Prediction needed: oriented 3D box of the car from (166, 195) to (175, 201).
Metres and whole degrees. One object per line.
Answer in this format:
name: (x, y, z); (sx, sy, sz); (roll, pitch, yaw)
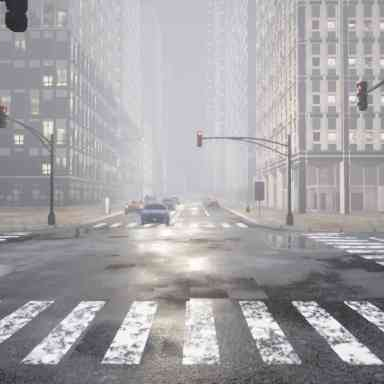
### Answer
car: (-5.458, 1.578, 84.016); (1.887, 1.381, 4.507); (1, 0, 0)

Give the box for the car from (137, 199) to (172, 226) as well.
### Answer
car: (-2.624, 1.486, 23.573); (1.882, 1.535, 5.008); (0, 0, -6)

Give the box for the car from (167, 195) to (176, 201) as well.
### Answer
car: (-5.444, 1.587, 89.591); (2.008, 1.369, 4.403); (1, 0, 0)

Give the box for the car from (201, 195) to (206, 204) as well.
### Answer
car: (2.851, 1.547, 56.356); (1.752, 1.417, 4.829); (1, 0, 0)

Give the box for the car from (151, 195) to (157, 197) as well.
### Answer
car: (-5.555, 1.332, 44.990); (2.192, 1.841, 5.009); (1, 0, 0)

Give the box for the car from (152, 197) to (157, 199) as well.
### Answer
car: (-5.575, 1.597, 39.415); (1.802, 1.307, 4.206); (1, 0, 0)

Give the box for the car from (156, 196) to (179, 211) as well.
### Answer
car: (-2.991, 1.521, 40.858); (1.837, 1.490, 4.892); (0, 0, 0)

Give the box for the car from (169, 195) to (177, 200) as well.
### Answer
car: (-5.430, 1.605, 95.167); (1.947, 1.339, 4.313); (1, 0, 0)

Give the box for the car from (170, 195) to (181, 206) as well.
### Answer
car: (-2.929, 1.522, 56.084); (1.837, 1.490, 4.892); (0, 1, 0)

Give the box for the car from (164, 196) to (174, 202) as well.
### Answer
car: (-5.472, 1.582, 78.441); (2.008, 1.369, 4.403); (1, 0, 0)

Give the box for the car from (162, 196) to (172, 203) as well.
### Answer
car: (-5.487, 1.574, 72.866); (1.887, 1.381, 4.507); (1, 0, 0)

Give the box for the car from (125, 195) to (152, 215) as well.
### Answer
car: (-5.586, 1.453, 33.840); (1.967, 1.590, 4.097); (1, 0, 0)

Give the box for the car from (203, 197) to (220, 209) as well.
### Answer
car: (2.820, 1.599, 45.030); (1.802, 1.307, 4.206); (1, 0, 0)

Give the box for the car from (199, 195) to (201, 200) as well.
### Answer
car: (2.864, 1.590, 61.763); (1.947, 1.339, 4.313); (1, 0, 0)
